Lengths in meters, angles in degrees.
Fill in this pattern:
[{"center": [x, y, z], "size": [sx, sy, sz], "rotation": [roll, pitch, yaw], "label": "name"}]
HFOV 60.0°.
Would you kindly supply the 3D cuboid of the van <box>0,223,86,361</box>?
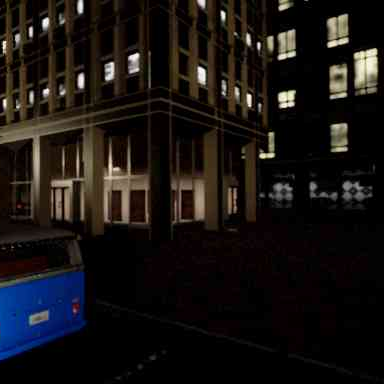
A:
[{"center": [-3.472, 1.398, 5.352], "size": [3.998, 1.788, 1.690], "rotation": [-1, 0, 35], "label": "van"}]
